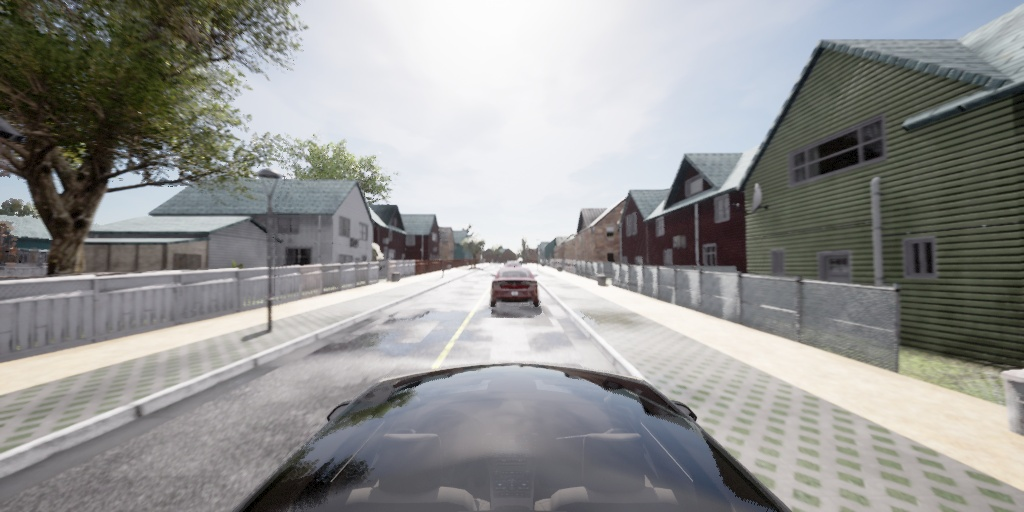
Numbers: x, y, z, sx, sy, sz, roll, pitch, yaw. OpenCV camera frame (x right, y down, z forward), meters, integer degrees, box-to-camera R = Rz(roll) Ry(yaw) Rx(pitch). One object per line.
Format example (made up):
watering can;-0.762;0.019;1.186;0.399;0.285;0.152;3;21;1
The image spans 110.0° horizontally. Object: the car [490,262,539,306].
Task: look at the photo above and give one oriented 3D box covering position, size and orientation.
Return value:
car;0.100;1.198;15.461;1.882;1.535;5.008;0;0;0
